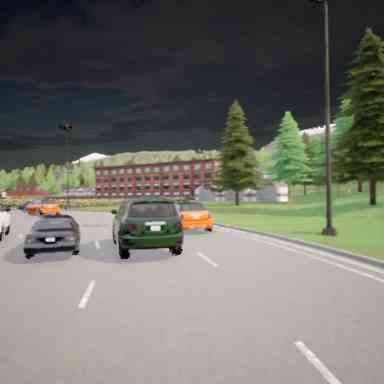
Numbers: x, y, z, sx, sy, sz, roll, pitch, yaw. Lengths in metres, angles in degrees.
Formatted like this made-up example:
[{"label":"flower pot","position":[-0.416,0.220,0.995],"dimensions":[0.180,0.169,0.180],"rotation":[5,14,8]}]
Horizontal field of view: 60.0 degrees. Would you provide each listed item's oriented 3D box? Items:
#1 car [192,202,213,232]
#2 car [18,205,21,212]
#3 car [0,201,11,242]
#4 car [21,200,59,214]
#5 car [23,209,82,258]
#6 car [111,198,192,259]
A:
[{"label":"car","position":[-0.568,1.354,19.441],"dimensions":[2.097,1.767,4.553],"rotation":[-1,0,-22]},{"label":"car","position":[-21.218,1.877,44.271],"dimensions":[4.674,1.442,1.812],"rotation":[-1,0,34]},{"label":"car","position":[-10.668,1.402,16.961],"dimensions":[2.150,2.045,5.566],"rotation":[0,0,-24]},{"label":"car","position":[-16.212,1.619,35.893],"dimensions":[4.553,1.767,2.097],"rotation":[-1,0,43]},{"label":"car","position":[-5.501,1.638,13.396],"dimensions":[2.033,1.411,5.357],"rotation":[-1,0,-19]},{"label":"car","position":[-1.915,1.251,13.152],"dimensions":[2.150,2.045,5.566],"rotation":[-1,0,-16]}]
